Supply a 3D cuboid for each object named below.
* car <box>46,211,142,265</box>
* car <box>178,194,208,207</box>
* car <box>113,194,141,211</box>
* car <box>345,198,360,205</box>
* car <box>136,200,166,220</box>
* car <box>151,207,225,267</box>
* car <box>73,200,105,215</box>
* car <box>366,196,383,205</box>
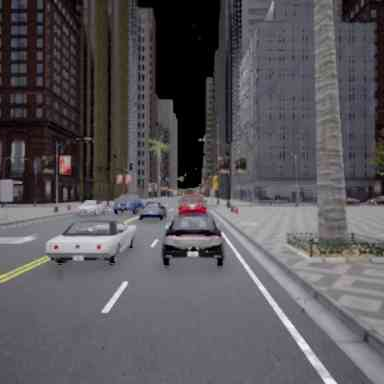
[{"bbox_3d":[-3.187,1.578,11.615,1.895,1.301,4.718,0,0,0],"label":"car"},{"bbox_3d":[0.061,1.205,26.320,2.150,2.045,5.566,0,0,1],"label":"car"},{"bbox_3d":[-6.560,1.232,34.512,2.150,2.045,5.566,0,-1,0],"label":"car"},{"bbox_3d":[26.472,1.623,56.881,4.206,1.307,1.802,0,-1,-1],"label":"car"},{"bbox_3d":[-3.176,1.553,27.921,1.994,1.385,4.181,0,0,0],"label":"car"},{"bbox_3d":[0.060,1.466,11.329,2.128,1.511,4.902,0,0,1],"label":"car"},{"bbox_3d":[-9.822,1.526,32.315,1.812,1.442,4.674,0,0,0],"label":"car"},{"bbox_3d":[32.110,1.466,56.969,4.097,1.590,1.967,0,-1,-1],"label":"car"}]
